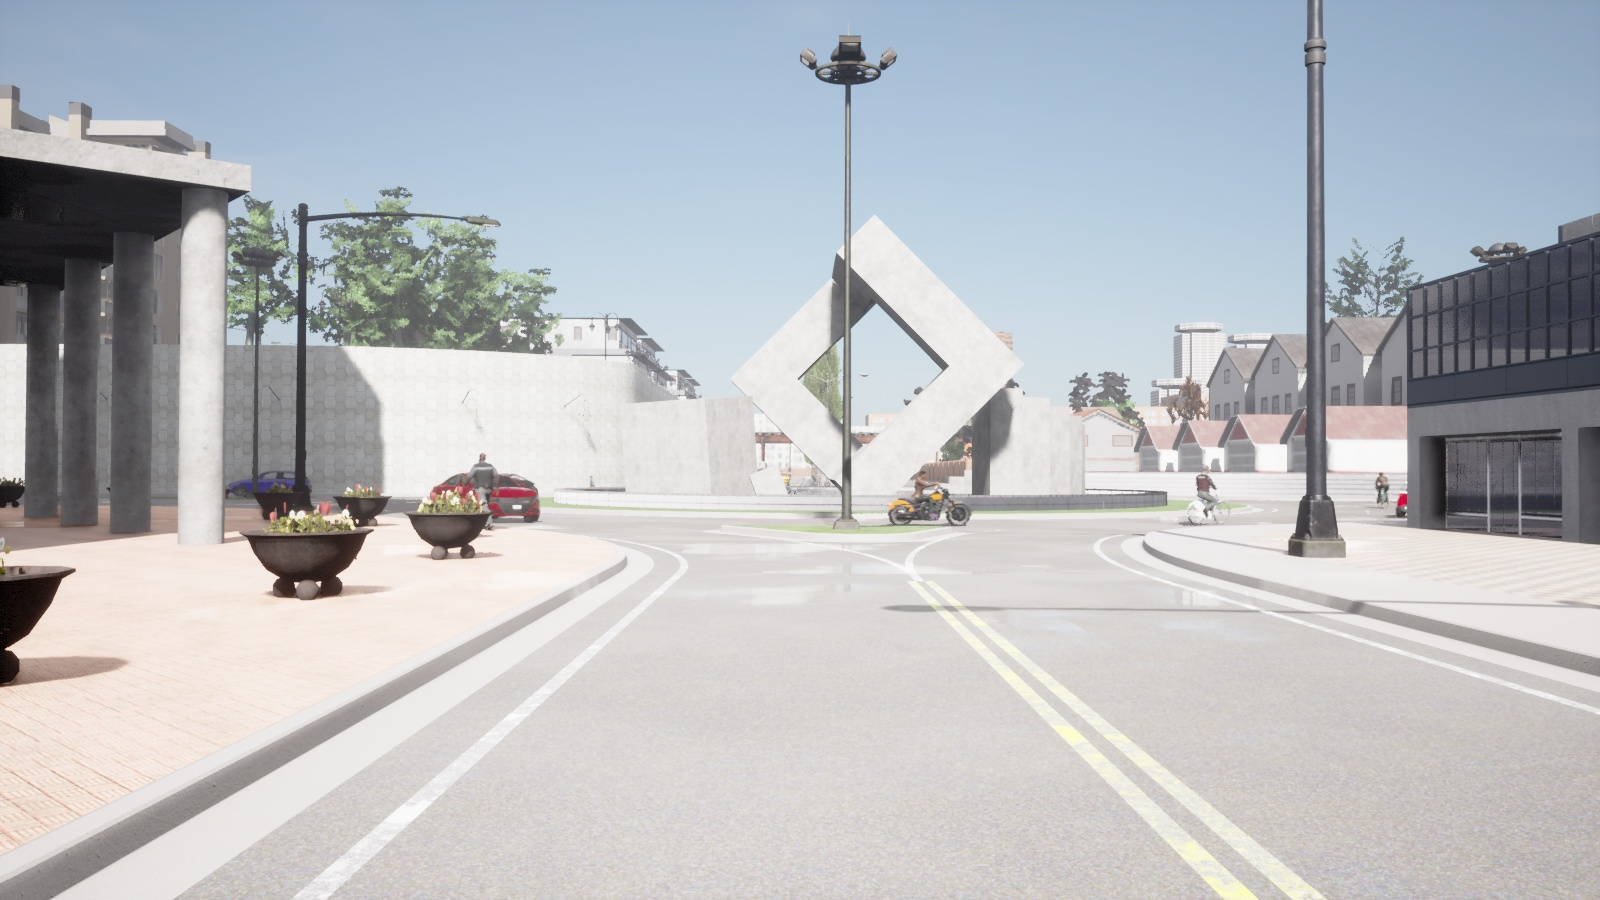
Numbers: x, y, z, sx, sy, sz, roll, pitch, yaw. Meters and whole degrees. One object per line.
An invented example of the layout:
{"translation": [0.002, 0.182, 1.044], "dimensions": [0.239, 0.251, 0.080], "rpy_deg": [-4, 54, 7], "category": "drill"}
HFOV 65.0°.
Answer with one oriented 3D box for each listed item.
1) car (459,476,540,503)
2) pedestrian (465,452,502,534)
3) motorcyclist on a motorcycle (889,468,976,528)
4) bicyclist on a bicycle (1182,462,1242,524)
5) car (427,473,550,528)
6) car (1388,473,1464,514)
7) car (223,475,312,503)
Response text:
{"translation": [-15.640, 2.039, 65.583], "dimensions": [1.994, 1.385, 4.181], "rpy_deg": [-1, -1, 25], "category": "car"}
{"translation": [-7.386, 0.990, 29.307], "dimensions": [0.563, 1.883, 0.849], "rpy_deg": [0, -1, -35], "category": "pedestrian"}
{"translation": [3.720, 1.341, 35.313], "dimensions": [2.350, 1.649, 0.766], "rpy_deg": [0, -1, 0], "category": "motorcyclist on a motorcycle"}
{"translation": [12.104, 1.255, 36.914], "dimensions": [1.843, 1.776, 0.659], "rpy_deg": [0, 0, -33], "category": "bicyclist on a bicycle"}
{"translation": [-9.488, 1.466, 37.943], "dimensions": [1.882, 1.535, 5.008], "rpy_deg": [0, -1, -36], "category": "car"}
{"translation": [22.137, 1.525, 44.406], "dimensions": [2.207, 1.376, 1.481], "rpy_deg": [0, -1, -35], "category": "car"}
{"translation": [-28.568, 2.073, 67.483], "dimensions": [4.193, 1.474, 1.816], "rpy_deg": [0, -1, -13], "category": "car"}
